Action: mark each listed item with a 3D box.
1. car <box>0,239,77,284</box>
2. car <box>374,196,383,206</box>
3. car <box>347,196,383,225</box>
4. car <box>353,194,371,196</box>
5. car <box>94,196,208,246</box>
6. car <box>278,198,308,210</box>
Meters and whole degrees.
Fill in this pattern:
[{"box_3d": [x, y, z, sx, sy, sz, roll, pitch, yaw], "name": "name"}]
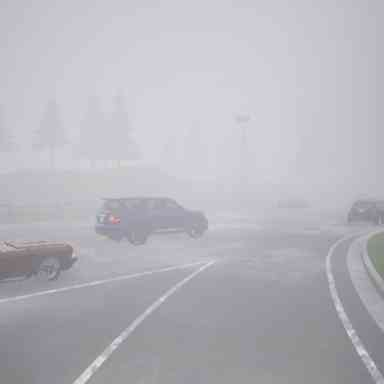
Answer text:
[{"box_3d": [-5.285, 1.605, 7.867, 4.718, 1.301, 1.895, 0, 0, -42], "name": "car"}, {"box_3d": [32.285, 1.508, 55.299, 5.008, 1.535, 1.882, 0, 0, -42], "name": "car"}, {"box_3d": [13.210, 1.366, 24.247, 4.553, 1.767, 2.097, 0, 0, -42], "name": "car"}, {"box_3d": [17.471, 1.370, 32.696, 4.553, 1.767, 2.097, 0, 0, -42], "name": "car"}, {"box_3d": [-1.773, 1.229, 15.654, 5.566, 2.045, 2.150, 0, 0, -42], "name": "car"}, {"box_3d": [13.079, 1.501, 42.832, 5.008, 1.535, 1.882, 0, 0, -42], "name": "car"}]
